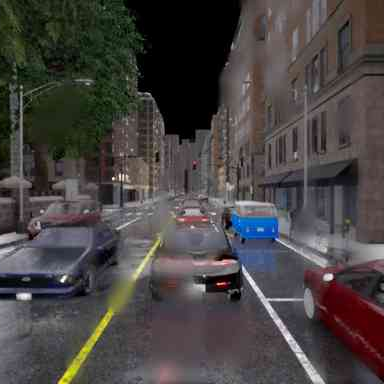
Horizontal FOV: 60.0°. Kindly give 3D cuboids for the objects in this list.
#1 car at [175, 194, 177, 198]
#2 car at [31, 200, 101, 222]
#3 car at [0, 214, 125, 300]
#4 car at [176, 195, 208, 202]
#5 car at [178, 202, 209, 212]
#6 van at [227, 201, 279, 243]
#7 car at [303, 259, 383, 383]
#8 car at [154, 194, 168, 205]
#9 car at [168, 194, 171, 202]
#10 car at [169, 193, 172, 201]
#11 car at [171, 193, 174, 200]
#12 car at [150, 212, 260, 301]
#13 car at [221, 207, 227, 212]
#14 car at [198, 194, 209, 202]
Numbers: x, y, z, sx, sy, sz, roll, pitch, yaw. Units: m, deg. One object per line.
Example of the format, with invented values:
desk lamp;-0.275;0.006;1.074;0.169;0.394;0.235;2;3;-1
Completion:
car;-5.776;1.489;86.521;2.008;1.369;4.403;0;0;0
car;-5.689;1.309;15.578;2.192;1.841;5.009;0;0;0
car;-3.107;1.544;8.815;2.033;1.411;5.357;0;0;0
car;0.014;1.336;27.534;2.097;1.767;4.553;0;0;2
car;0.080;1.518;18.576;1.812;1.442;4.674;0;0;0
van;2.836;1.335;15.629;1.690;1.788;3.998;0;0;0
car;2.850;1.544;4.308;1.887;1.381;4.507;0;0;0
car;-5.742;1.475;59.097;1.752;1.417;4.829;0;0;0
car;-5.749;1.497;64.717;2.008;1.369;4.403;0;0;0
car;-5.756;1.488;70.169;1.887;1.381;4.507;0;0;0
car;-5.763;1.485;75.619;1.887;1.381;4.507;0;0;0
car;0.090;1.489;8.315;2.128;1.511;4.902;0;0;0
car;2.830;1.556;21.289;1.947;1.339;4.313;0;0;0
car;2.762;1.381;75.666;1.967;1.590;4.097;0;0;0
